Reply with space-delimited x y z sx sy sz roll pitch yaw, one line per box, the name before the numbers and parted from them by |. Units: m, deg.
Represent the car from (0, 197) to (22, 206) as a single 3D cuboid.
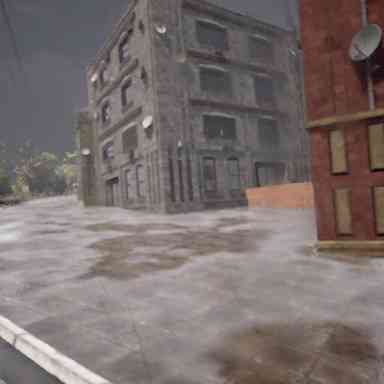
car | -28.617 1.472 52.064 1.895 1.301 4.718 -4 3 -1
